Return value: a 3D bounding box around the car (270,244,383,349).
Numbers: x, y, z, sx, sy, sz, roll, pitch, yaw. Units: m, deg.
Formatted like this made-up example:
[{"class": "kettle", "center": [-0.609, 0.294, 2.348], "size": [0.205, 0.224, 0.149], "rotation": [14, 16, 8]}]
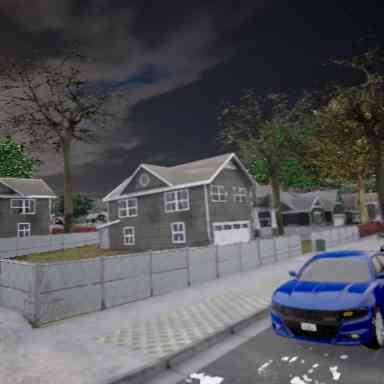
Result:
[{"class": "car", "center": [3.499, 2.119, 7.613], "size": [1.882, 1.535, 5.008], "rotation": [-9, -8, 38]}]
